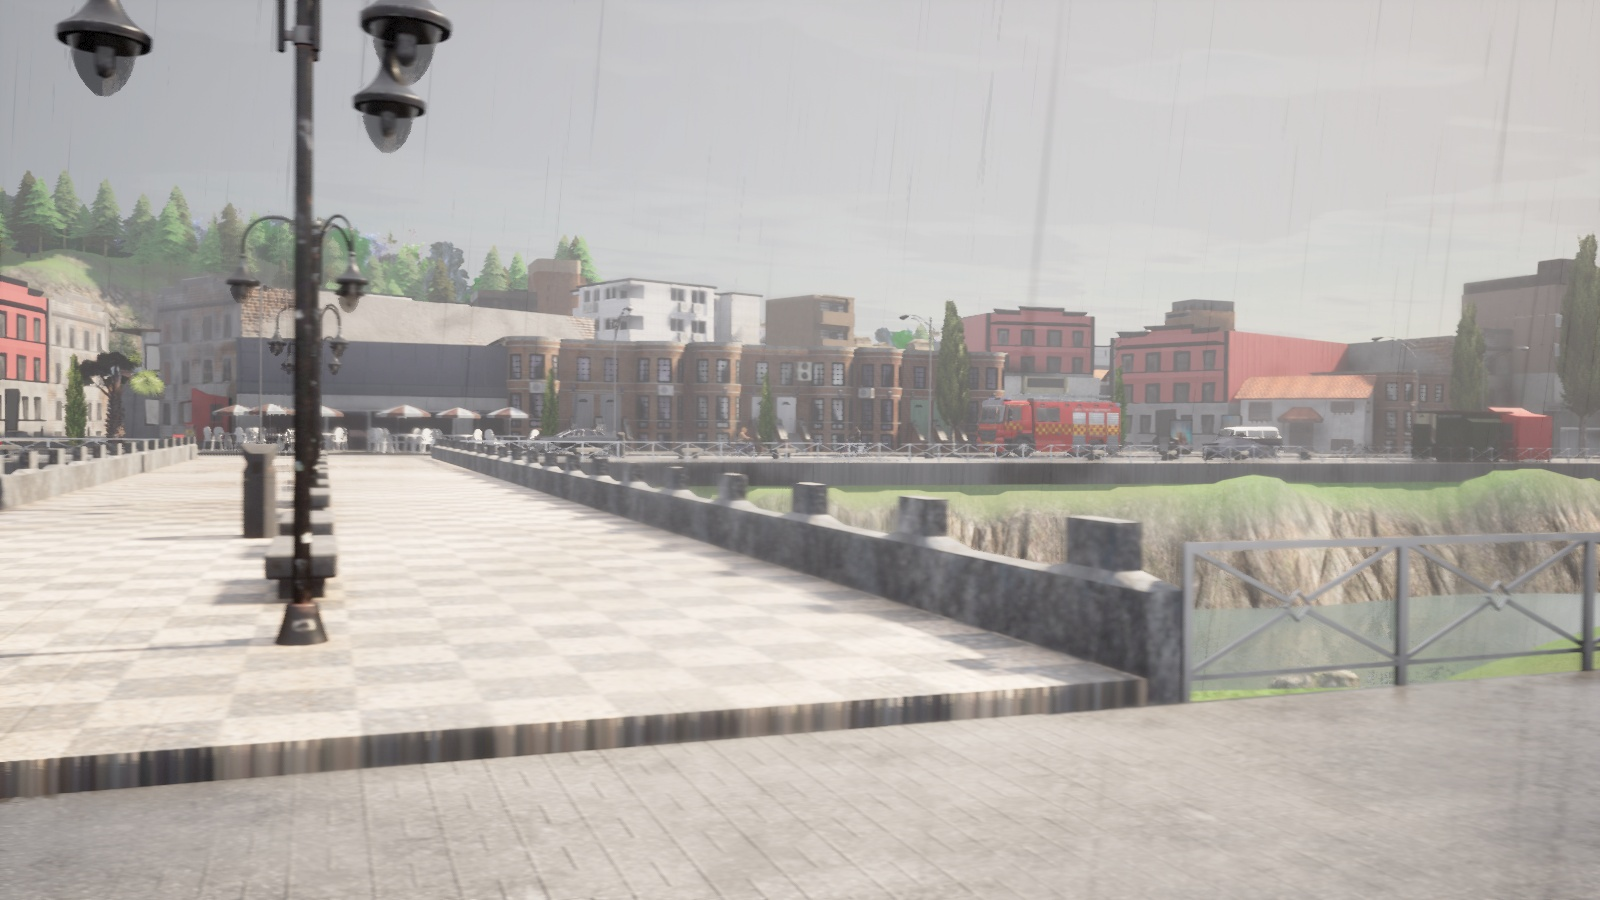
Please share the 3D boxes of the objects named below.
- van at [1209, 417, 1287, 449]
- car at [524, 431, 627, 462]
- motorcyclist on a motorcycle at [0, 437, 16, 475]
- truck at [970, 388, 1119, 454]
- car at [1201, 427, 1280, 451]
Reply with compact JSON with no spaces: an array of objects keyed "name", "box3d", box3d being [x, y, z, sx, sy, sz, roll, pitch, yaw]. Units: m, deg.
[{"name":"van","box3d":[28.783,-1.103,80.686,4.480,2.038,2.069,-1,1,-21]},{"name":"car","box3d":[-11.678,-0.182,65.315,4.902,1.511,2.128,-1,1,-21]},{"name":"motorcyclist on a motorcycle","box3d":[-33.969,0.263,52.567,1.817,1.590,0.866,-1,1,-21]},{"name":"truck","box3d":[14.677,-1.751,75.316,8.468,3.827,2.891,-1,1,-21]},{"name":"car","box3d":[26.520,-0.654,75.552,4.181,1.385,1.994,-1,1,-21]}]
